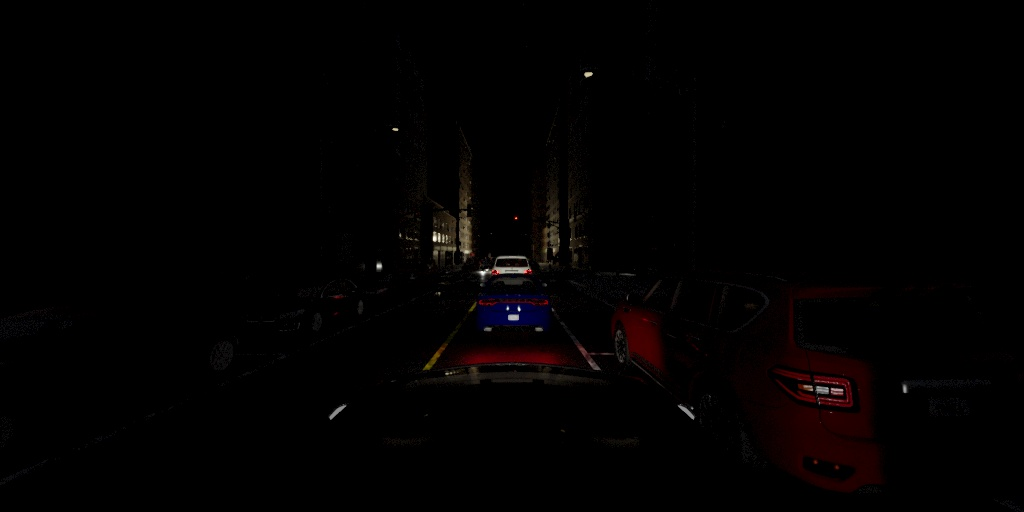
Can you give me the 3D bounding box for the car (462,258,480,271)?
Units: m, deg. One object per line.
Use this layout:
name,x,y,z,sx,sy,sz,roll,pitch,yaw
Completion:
car,-5.721,1.351,48.439,1.802,1.307,4.207,0,0,0

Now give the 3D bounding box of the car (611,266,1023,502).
car,2.855,1.064,4.724,2.192,1.841,5.009,0,0,0

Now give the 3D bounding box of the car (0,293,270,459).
car,-5.670,1.294,4.692,1.888,1.381,4.507,0,0,0

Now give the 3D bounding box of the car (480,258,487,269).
car,-3.154,1.295,48.980,1.812,1.442,4.674,0,0,-3

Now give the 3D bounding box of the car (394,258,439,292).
car,-5.689,1.064,21.439,2.192,1.841,5.009,0,0,0

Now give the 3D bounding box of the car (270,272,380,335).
car,-5.676,1.299,10.274,2.007,1.370,4.403,0,0,0

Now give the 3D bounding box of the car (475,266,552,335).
car,0.044,1.226,10.499,1.882,1.535,5.008,0,0,0

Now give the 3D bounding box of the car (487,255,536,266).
car,-0.016,0.971,20.159,2.150,2.045,5.566,0,0,0

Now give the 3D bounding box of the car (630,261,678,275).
car,14.642,1.199,37.053,4.181,1.385,1.994,0,1,0

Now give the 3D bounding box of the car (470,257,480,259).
car,-5.728,1.090,54.004,2.192,1.841,5.009,0,0,0

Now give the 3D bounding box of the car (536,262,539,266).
car,2.804,1.351,48.476,1.802,1.307,4.207,0,0,0

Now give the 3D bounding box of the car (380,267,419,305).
car,-5.683,1.331,15.857,1.802,1.307,4.207,0,0,0
